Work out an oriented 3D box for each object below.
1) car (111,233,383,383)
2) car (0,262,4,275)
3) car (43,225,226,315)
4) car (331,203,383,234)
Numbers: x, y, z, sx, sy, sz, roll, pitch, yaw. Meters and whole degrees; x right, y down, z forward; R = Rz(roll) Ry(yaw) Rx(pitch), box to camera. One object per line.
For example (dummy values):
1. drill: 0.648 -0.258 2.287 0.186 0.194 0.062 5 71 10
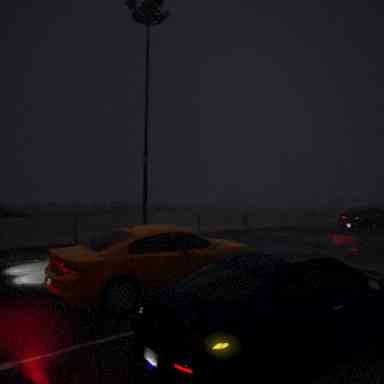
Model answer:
1. car: 1.441 1.541 4.793 4.674 1.442 1.812 0 0 -36
2. car: -7.203 1.540 7.188 5.357 1.411 2.033 0 0 -36
3. car: -0.645 1.493 7.603 5.008 1.535 1.882 0 0 -36
4. car: 10.802 1.642 20.172 4.892 1.490 1.837 1 0 -36
